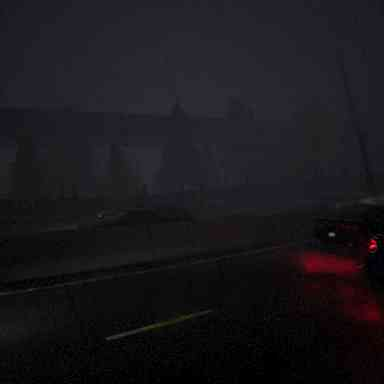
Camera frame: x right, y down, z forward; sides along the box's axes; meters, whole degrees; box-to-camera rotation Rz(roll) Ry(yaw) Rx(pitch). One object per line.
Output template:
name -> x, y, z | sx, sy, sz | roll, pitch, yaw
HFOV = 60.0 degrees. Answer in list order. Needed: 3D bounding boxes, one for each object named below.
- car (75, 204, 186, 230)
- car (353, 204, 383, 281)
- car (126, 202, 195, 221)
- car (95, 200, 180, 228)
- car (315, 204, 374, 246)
car -> -2.815, 1.481, 14.866 | 4.674, 1.442, 1.812 | -1, 1, -36
car -> 6.330, 1.205, 8.269 | 4.553, 1.767, 2.097 | -3, 2, -35
car -> -1.890, 1.418, 19.836 | 4.181, 1.385, 1.994 | -3, 1, -35
car -> -3.644, 1.389, 22.886 | 5.357, 1.411, 2.033 | -3, 1, -35
car -> 6.834, 1.198, 12.935 | 5.008, 1.535, 1.882 | -3, 2, -36
